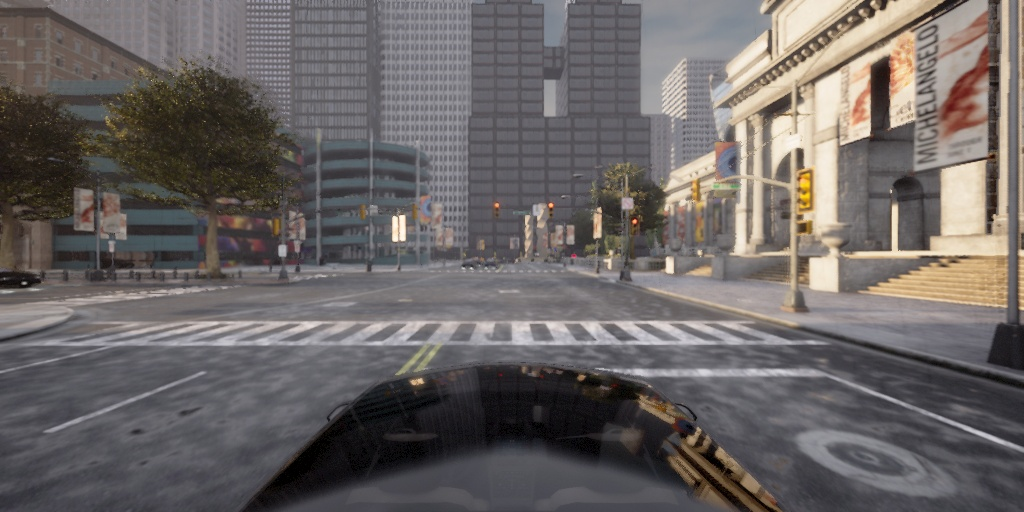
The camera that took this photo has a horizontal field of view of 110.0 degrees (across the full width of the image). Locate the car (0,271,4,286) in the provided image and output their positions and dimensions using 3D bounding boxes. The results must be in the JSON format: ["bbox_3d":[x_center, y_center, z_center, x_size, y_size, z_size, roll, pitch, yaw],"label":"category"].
[{"bbox_3d":[-29.762,1.204,18.127,4.902,1.511,2.128,0,0,0],"label":"car"}]

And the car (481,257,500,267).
[{"bbox_3d":[-3.550,1.165,60.035,2.033,1.411,5.357,0,0,0],"label":"car"}]

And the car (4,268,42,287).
[{"bbox_3d":[-32.058,1.253,21.618,5.357,1.411,2.033,0,0,0],"label":"car"}]

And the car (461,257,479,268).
[{"bbox_3d":[-7.048,1.168,58.821,2.033,1.411,5.357,0,0,0],"label":"car"}]
